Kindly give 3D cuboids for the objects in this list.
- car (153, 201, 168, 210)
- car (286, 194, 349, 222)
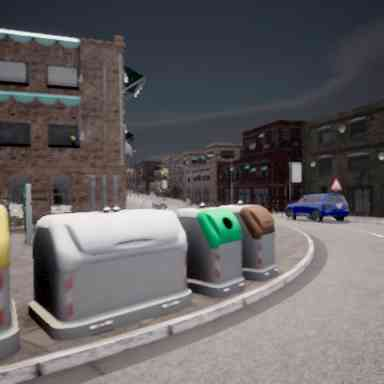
[{"bbox_3d":[-5.846,2.318,59.921,2.033,1.411,5.357,-1,1,-19],"label":"car"},{"bbox_3d":[9.496,1.198,25.644,2.150,2.045,5.566,-1,-1,-16],"label":"car"}]
